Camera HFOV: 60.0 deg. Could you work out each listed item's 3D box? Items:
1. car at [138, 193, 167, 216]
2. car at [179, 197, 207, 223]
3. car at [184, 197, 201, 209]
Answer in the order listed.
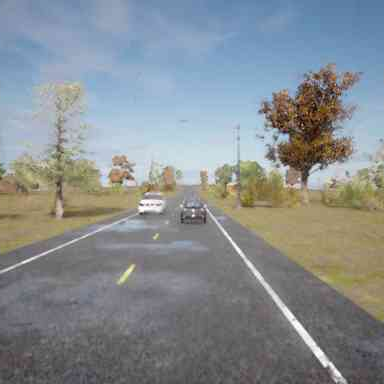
[{"bbox_3d":[-3.597,1.076,31.115,2.150,2.045,5.566,0,0,0],"label":"car"},{"bbox_3d":[0.100,1.377,24.549,2.128,1.511,4.902,0,0,0],"label":"car"},{"bbox_3d":[0.098,1.364,41.948,1.994,1.385,4.181,0,0,0],"label":"car"}]
